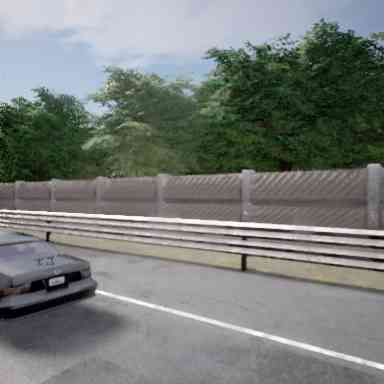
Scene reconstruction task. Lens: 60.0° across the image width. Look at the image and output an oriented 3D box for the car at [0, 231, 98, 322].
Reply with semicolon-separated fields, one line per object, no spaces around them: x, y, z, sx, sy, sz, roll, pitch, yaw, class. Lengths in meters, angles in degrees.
-4.332;1.566;7.084;5.357;1.411;2.033;0;0;35;car
